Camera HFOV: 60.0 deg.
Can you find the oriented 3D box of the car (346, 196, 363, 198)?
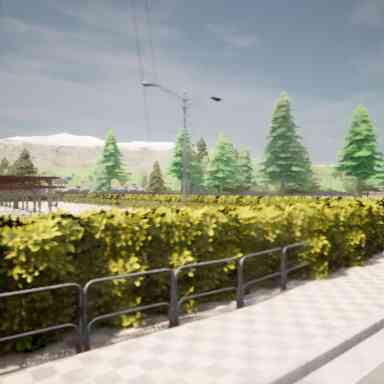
[{"bbox_3d":[36.549,1.537,73.568,1.812,1.442,4.674,0,0,5],"label":"car"}]

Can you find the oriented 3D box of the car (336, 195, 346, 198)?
[{"bbox_3d":[37.394,1.470,83.475,2.128,1.511,4.902,0,0,5],"label":"car"}]
